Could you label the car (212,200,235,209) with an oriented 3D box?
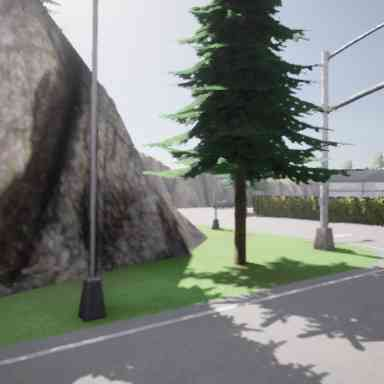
[{"bbox_3d":[5.680,1.906,53.207,5.357,1.411,2.033,1,0,-39],"label":"car"}]
